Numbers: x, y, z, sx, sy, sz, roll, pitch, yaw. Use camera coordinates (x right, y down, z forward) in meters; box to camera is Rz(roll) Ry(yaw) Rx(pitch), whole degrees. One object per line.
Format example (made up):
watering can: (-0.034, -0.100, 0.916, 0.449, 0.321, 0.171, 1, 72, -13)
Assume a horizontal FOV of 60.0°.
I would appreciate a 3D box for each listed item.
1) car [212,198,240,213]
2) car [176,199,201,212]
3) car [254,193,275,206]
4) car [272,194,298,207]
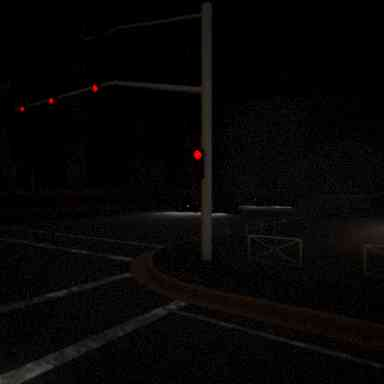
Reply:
car: (3.449, 1.444, 35.855, 1.837, 1.490, 4.892, 0, 0, 36)
car: (0.143, 1.465, 37.227, 1.812, 1.442, 4.674, 0, 0, 35)
car: (12.008, 1.200, 53.702, 2.150, 2.045, 5.566, 0, 0, 36)
car: (14.876, 1.518, 51.695, 2.033, 1.411, 5.357, 0, 0, 36)
